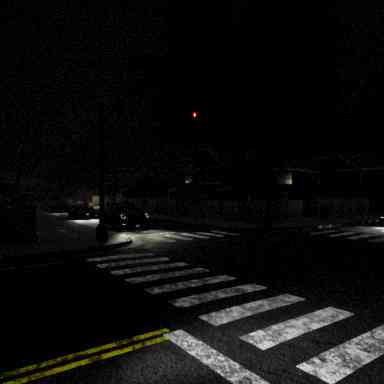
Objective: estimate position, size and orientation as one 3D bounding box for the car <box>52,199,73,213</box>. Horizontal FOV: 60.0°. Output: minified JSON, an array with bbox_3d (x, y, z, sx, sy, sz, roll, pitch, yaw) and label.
[{"bbox_3d":[-16.643,1.873,42.119,2.033,1.411,5.357,0,0,-28],"label":"car"}]

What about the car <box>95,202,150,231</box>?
[{"bbox_3d":[-4.589,1.519,22.355,2.097,1.767,4.553,0,0,-34],"label":"car"}]

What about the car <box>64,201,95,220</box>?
[{"bbox_3d":[-10.228,1.803,31.084,1.994,1.385,4.181,0,0,-31],"label":"car"}]

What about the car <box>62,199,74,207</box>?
[{"bbox_3d":[-23.725,2.006,63.582,1.812,1.442,4.674,0,0,-23],"label":"car"}]

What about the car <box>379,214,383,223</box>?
[{"bbox_3d":[14.533,1.512,22.021,5.357,1.411,2.033,0,0,-35],"label":"car"}]
